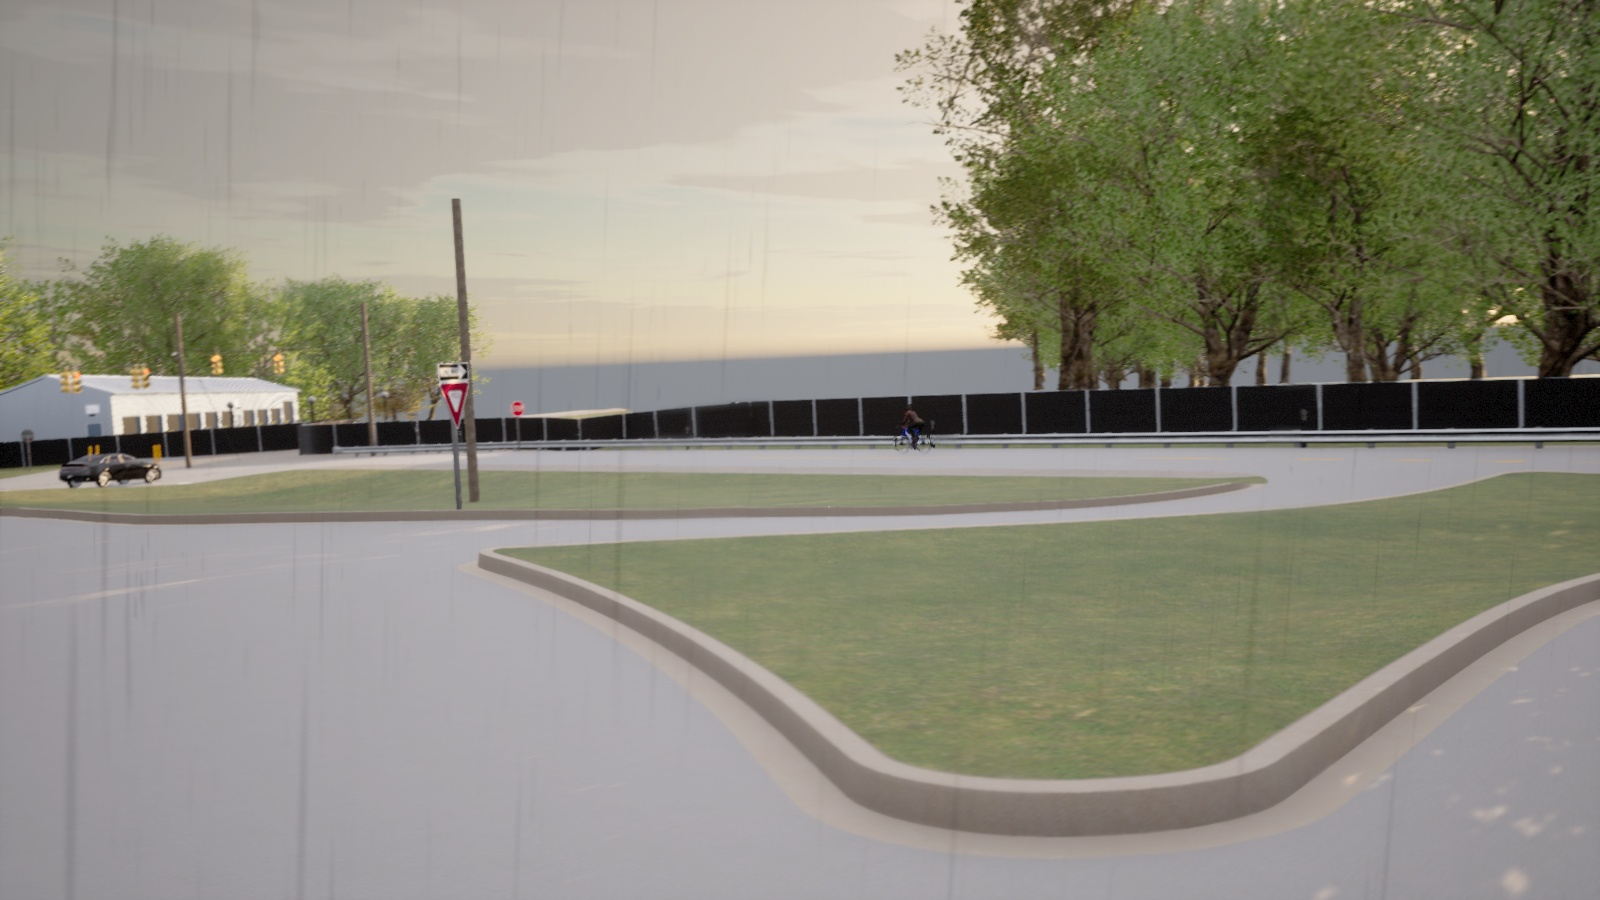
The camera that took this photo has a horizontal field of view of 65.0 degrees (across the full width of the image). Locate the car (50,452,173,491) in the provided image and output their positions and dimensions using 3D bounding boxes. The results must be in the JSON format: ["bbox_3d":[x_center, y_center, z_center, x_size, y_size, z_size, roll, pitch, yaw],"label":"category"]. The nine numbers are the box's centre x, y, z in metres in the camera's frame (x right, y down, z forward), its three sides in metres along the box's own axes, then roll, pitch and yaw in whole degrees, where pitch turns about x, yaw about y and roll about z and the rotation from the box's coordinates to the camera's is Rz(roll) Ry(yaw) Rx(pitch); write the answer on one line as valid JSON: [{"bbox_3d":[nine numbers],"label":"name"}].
[{"bbox_3d":[-31.689,0.964,57.959,2.128,1.511,4.902,-2,1,15],"label":"car"}]

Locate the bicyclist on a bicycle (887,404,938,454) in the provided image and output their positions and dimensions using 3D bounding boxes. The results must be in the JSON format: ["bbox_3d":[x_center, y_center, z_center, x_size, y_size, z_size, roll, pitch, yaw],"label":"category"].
[{"bbox_3d":[3.835,-0.716,42.850,0.582,1.620,1.656,-7,4,-44],"label":"bicyclist on a bicycle"}]
